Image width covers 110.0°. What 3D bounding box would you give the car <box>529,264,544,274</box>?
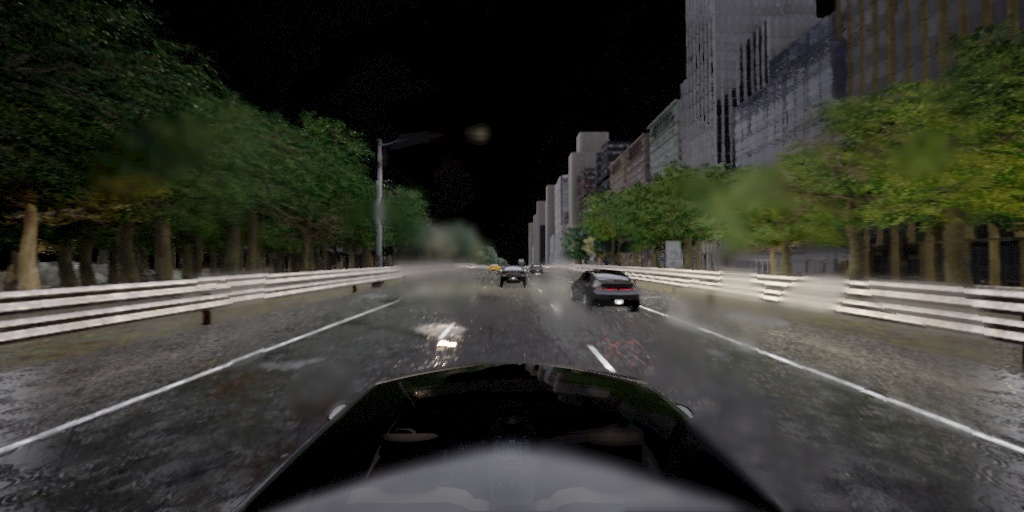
[{"bbox_3d":[3.586,1.913,52.739,1.812,1.442,4.674,0,-1,0],"label":"car"}]

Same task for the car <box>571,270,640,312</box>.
[{"bbox_3d":[3.595,1.305,14.456,1.837,1.490,4.892,0,0,0],"label":"car"}]

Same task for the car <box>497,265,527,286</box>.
[{"bbox_3d":[0.092,1.422,27.215,1.882,1.535,5.008,0,-1,0],"label":"car"}]
